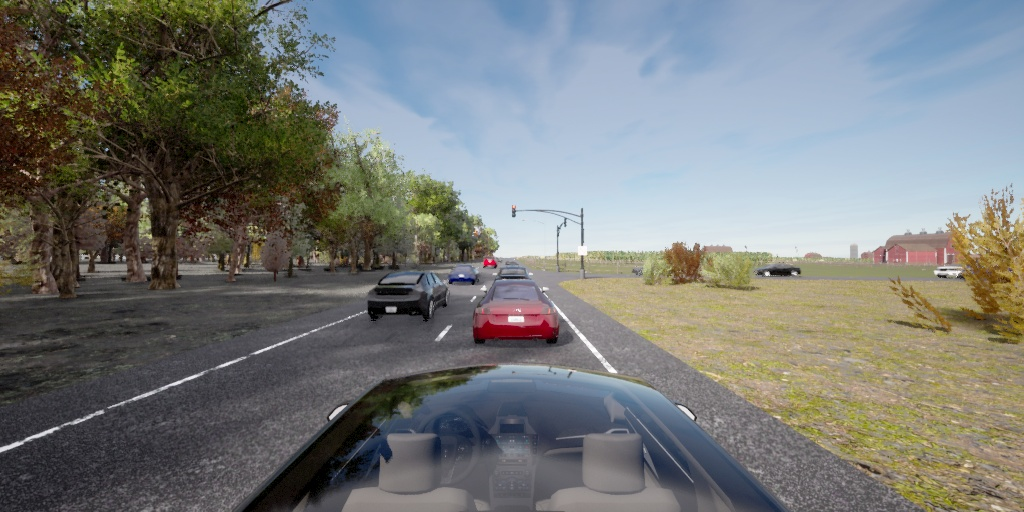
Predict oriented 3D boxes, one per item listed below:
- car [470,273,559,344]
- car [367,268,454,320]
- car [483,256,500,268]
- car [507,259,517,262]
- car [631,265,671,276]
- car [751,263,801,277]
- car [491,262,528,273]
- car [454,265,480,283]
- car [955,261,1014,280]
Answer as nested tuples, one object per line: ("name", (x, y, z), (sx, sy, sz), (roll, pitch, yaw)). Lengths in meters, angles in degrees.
("car", (0.075, 1.316, 9.638), (1.994, 1.385, 4.181), (0, 0, 0))
("car", (-3.435, 1.258, 12.587), (1.837, 1.490, 4.892), (0, 0, 0))
("car", (-3.600, 0.977, 60.629), (2.150, 2.045, 5.566), (0, 0, 0))
("car", (-0.027, 1.246, 55.671), (2.128, 1.511, 4.902), (0, 0, -2))
("car", (15.915, 1.547, 41.115), (4.181, 1.385, 1.994), (1, -1, 1))
("car", (30.131, 1.616, 41.003), (5.008, 1.535, 1.882), (0, -1, 0))
("car", (0.049, 1.259, 18.550), (1.837, 1.490, 4.892), (0, 0, 0))
("car", (-3.483, 1.320, 26.620), (1.994, 1.385, 4.181), (0, 0, 0))
("car", (50.587, 1.522, 37.372), (5.566, 2.045, 2.150), (1, -1, 1))
